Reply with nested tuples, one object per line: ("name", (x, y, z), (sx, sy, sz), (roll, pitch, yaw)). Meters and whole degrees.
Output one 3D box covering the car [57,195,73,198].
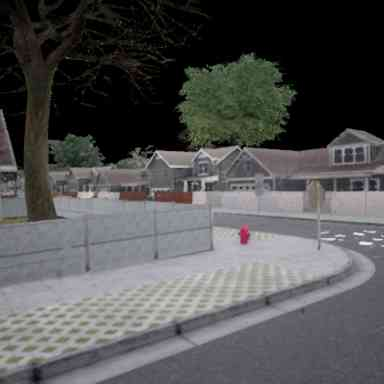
("car", (-18.177, 1.174, 47.309), (1.882, 1.535, 5.008), (-2, 1, -36))
